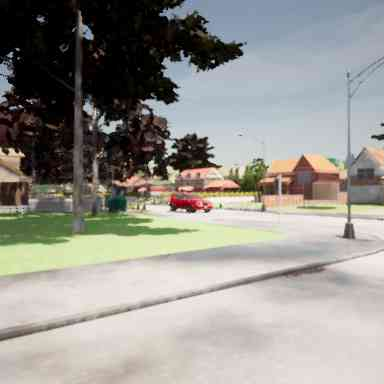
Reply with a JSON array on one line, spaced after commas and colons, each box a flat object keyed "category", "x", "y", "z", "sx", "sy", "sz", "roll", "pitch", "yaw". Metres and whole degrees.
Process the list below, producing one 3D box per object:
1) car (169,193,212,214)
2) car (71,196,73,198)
[{"category": "car", "x": -0.251, "y": 1.100, "z": 34.326, "sx": 2.150, "sy": 2.045, "sz": 5.566, "roll": 0, "pitch": 1, "yaw": -36}, {"category": "car", "x": -23.136, "y": 1.479, "z": 66.379, "sx": 1.895, "sy": 1.301, "sz": 4.718, "roll": 0, "pitch": 0, "yaw": -36}]
